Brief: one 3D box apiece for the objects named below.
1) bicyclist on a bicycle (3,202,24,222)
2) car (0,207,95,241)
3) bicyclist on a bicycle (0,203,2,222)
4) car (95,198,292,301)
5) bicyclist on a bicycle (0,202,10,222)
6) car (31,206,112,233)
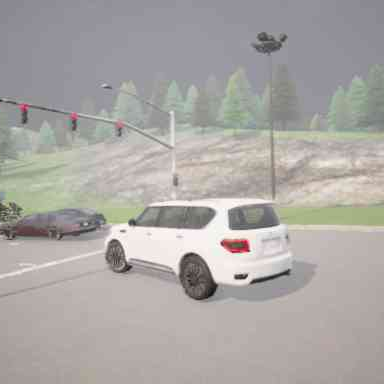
[{"bbox_3d":[-14.653,1.682,27.752,0.582,1.620,1.656,-2,0,17],"label":"bicyclist on a bicycle"},{"bbox_3d":[-7.690,1.737,17.548,5.357,1.411,2.033,-2,0,19],"label":"car"},{"bbox_3d":[-15.079,1.695,27.880,0.582,1.620,1.656,-2,0,17],"label":"bicyclist on a bicycle"},{"bbox_3d":[-0.176,1.200,8.602,2.150,2.045,5.566,-1,0,-41],"label":"car"},{"bbox_3d":[-16.361,1.734,28.257,0.582,1.620,1.656,-2,0,16],"label":"bicyclist on a bicycle"},{"bbox_3d":[-7.600,1.703,20.968,4.674,1.442,1.812,-2,0,21],"label":"car"}]
